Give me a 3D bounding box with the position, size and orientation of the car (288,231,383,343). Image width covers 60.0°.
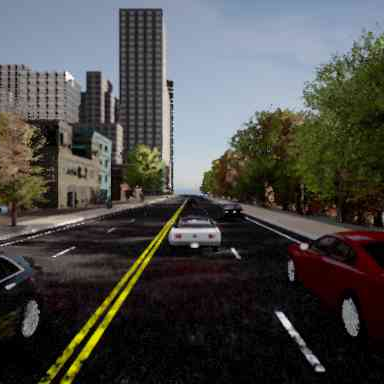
[{"bbox_3d":[3.352,1.496,6.498,1.882,1.535,5.008,0,0,0],"label":"car"}]

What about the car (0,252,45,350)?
[{"bbox_3d":[-3.348,1.516,3.658,1.837,1.490,4.892,0,0,0],"label":"car"}]

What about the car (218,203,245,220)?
[{"bbox_3d":[3.356,1.623,28.841,2.033,1.411,5.357,0,0,0],"label":"car"}]

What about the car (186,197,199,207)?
[{"bbox_3d":[0.109,1.640,53.704,1.837,1.490,4.892,0,0,0],"label":"car"}]

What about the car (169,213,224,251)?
[{"bbox_3d":[0.103,1.640,14.205,1.895,1.301,4.718,0,0,0],"label":"car"}]
